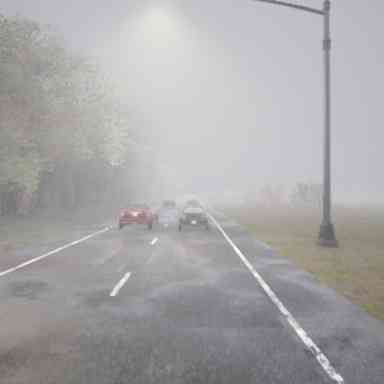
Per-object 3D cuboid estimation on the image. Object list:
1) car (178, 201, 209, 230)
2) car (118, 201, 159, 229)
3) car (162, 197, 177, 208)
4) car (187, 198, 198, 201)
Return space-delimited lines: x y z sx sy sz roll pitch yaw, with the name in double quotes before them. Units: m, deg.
"car" 0.103 1.555 21.142 1.812 1.442 4.674 0 0 0
"car" -3.395 1.383 21.973 2.097 1.767 4.553 0 0 0
"car" -3.387 1.538 50.502 1.882 1.535 5.008 0 0 0
"car" 0.110 1.587 51.774 1.812 1.442 4.674 0 0 0
